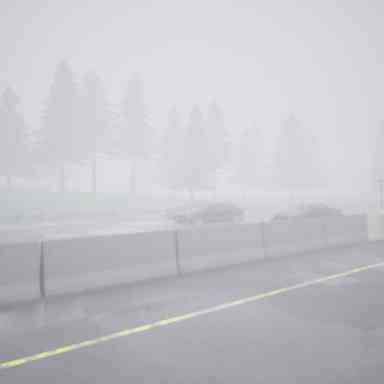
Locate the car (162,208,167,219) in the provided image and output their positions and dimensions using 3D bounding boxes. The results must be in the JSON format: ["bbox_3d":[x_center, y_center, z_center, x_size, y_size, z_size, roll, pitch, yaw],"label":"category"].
[{"bbox_3d":[0.075,1.394,25.236,4.902,1.511,2.128,0,0,-33],"label":"car"}]

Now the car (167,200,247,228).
[{"bbox_3d":[1.193,1.388,21.787,5.008,1.535,1.882,0,0,-33],"label":"car"}]

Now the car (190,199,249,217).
[{"bbox_3d":[2.607,1.415,31.017,5.357,1.411,2.033,0,0,-32],"label":"car"}]

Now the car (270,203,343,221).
[{"bbox_3d":[7.620,1.426,21.768,5.357,1.411,2.033,0,0,-32],"label":"car"}]
